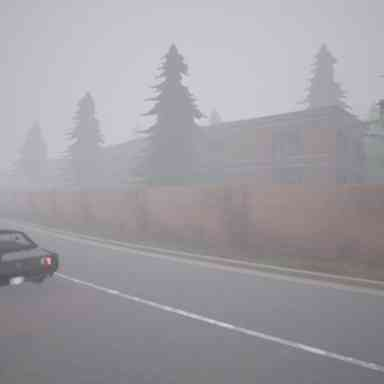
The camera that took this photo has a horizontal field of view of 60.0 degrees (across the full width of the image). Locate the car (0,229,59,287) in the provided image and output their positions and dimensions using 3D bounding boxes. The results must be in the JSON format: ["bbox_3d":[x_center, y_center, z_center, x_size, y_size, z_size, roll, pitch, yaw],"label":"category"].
[{"bbox_3d":[-5.450,1.641,8.704,4.718,1.301,1.895,0,0,42],"label":"car"}]
